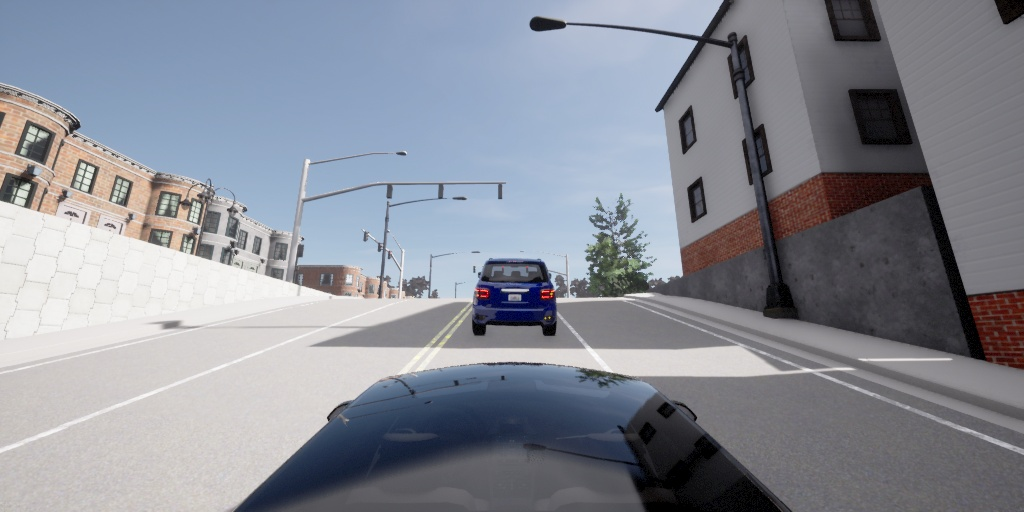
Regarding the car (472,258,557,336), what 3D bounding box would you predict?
[{"bbox_3d":[0.076,1.097,11.026,2.150,2.045,5.566,1,-1,0],"label":"car"}]
